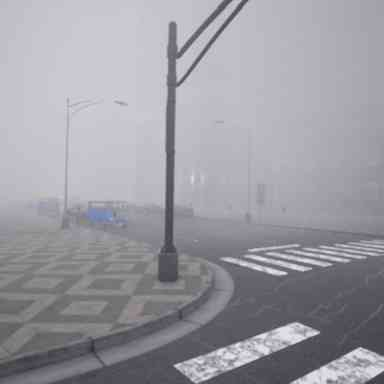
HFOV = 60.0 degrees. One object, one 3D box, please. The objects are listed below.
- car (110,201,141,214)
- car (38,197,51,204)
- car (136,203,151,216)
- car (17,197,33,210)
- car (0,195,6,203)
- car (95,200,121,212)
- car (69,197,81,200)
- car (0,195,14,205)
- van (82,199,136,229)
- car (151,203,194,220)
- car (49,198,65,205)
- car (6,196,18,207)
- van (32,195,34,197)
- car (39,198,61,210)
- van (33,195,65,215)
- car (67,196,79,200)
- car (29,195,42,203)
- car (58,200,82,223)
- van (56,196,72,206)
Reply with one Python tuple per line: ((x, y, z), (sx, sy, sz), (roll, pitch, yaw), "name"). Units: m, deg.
((-7.975, 1.798, 39.620), (1.887, 1.381, 4.507), (1, -1, -35), "car")
((-33.533, 1.855, 75.686), (1.967, 1.590, 4.097), (1, -1, -35), "car")
((-4.780, 1.779, 35.112), (1.887, 1.381, 4.507), (1, -1, -35), "car")
((-21.348, 1.696, 43.710), (1.802, 1.307, 4.206), (1, -1, -35), "car")
((-43.694, 1.571, 75.276), (2.192, 1.841, 5.009), (1, -1, -35), "car")
((-11.268, 1.800, 44.267), (1.752, 1.417, 4.829), (1, -1, -35), "car")
((-17.560, 1.859, 53.144), (1.887, 1.381, 4.507), (1, -1, -35), "car")
((-37.213, 1.740, 66.117), (1.752, 1.417, 4.829), (1, -1, -35), "car")
((-5.380, 1.357, 21.169), (1.690, 1.788, 3.998), (1, -1, -35), "van")
((-1.586, 1.759, 30.604), (1.887, 1.381, 4.507), (1, -1, -35), "car")
((-27.145, 1.925, 66.669), (2.008, 1.369, 4.403), (1, -1, -35), "car")
((-27.733, 1.705, 52.729), (2.008, 1.369, 4.403), (1, -1, -35), "car")
((-36.726, 1.777, 80.195), (1.690, 1.788, 3.998), (1, -1, -35), "van")
((-19.861, 1.683, 46.414), (1.837, 1.490, 4.892), (1, -1, -35), "car")
((-14.959, 1.415, 34.695), (1.690, 1.788, 3.998), (1, -1, -35), "van")
((-20.752, 1.649, 57.655), (2.192, 1.841, 5.009), (1, -1, -35), "car")
((-39.921, 1.771, 84.704), (2.192, 1.841, 5.009), (1, -1, -35), "car")
((-8.576, 1.579, 25.675), (1.887, 1.381, 4.507), (1, -1, -35), "car")
((-23.947, 1.695, 62.163), (1.690, 1.788, 3.998), (1, -1, -35), "van")
